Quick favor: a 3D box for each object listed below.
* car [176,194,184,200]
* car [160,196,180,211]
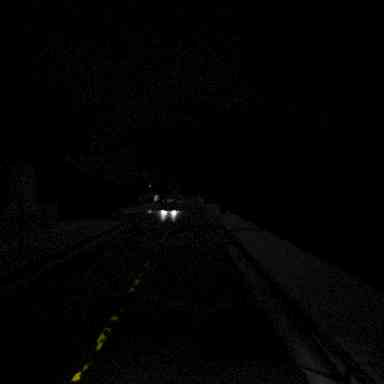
[{"bbox_3d":[-2.735,1.204,72.171,2.097,1.767,4.553,0,0,0],"label":"car"},{"bbox_3d":[-2.753,1.592,40.856,1.994,1.385,4.181,0,1,1],"label":"car"}]
